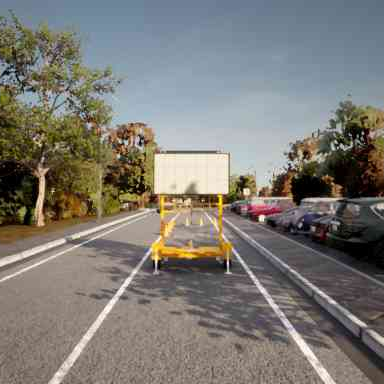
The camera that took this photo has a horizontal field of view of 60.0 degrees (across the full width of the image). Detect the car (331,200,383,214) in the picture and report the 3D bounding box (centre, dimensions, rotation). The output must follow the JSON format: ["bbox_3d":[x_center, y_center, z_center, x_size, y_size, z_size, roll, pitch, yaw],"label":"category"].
[{"bbox_3d":[20.014,1.823,40.536,5.366,1.575,1.946,0,-1,0],"label":"car"}]

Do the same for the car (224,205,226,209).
[{"bbox_3d":[7.132,1.874,43.551,5.008,1.535,2.097,0,-1,0],"label":"car"}]

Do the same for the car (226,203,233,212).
[{"bbox_3d":[7.087,1.541,38.006,5.566,2.045,2.435,0,-1,0],"label":"car"}]

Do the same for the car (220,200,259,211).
[{"bbox_3d":[6.950,1.981,49.091,5.366,1.575,1.946,0,-1,0],"label":"car"}]

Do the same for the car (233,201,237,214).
[{"bbox_3d":[7.139,1.786,35.226,4.792,1.488,2.163,0,-1,0],"label":"car"}]

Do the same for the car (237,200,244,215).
[{"bbox_3d":[7.107,1.761,32.451,4.674,1.452,2.002,0,-1,0],"label":"car"}]

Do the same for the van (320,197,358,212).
[{"bbox_3d":[20.327,1.696,46.199,4.442,1.987,1.878,0,-1,0],"label":"van"}]

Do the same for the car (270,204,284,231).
[{"bbox_3d":[7.082,1.583,18.571,4.674,1.452,2.002,0,-1,0],"label":"car"}]

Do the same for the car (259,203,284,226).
[{"bbox_3d":[7.054,1.608,21.348,4.792,1.488,2.163,0,-1,0],"label":"car"}]

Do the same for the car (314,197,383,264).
[{"bbox_3d":[7.092,1.200,10.262,5.566,2.045,2.435,0,0,0],"label":"car"}]

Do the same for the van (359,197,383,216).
[{"bbox_3d":[20.306,1.527,35.001,4.442,1.987,1.878,0,-1,0],"label":"van"}]

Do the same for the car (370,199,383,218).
[{"bbox_3d":[20.153,1.591,32.231,4.553,1.767,2.185,0,-1,0],"label":"car"}]

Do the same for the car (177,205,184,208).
[{"bbox_3d":[-3.147,3.628,89.803,2.128,1.511,4.902,0,-3,0],"label":"car"}]

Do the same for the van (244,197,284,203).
[{"bbox_3d":[7.216,1.460,29.678,4.442,1.987,1.878,0,-1,0],"label":"van"}]

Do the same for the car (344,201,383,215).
[{"bbox_3d":[20.188,1.789,37.769,4.892,1.521,2.231,0,-1,0],"label":"car"}]

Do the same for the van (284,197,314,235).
[{"bbox_3d":[6.957,1.281,15.798,4.442,1.987,1.878,0,-1,0],"label":"van"}]

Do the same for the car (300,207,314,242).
[{"bbox_3d":[7.098,1.501,13.013,4.792,1.488,2.163,0,0,0],"label":"car"}]

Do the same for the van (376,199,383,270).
[{"bbox_3d":[6.942,1.234,7.486,4.442,1.987,1.878,0,0,0],"label":"van"}]

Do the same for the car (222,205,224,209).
[{"bbox_3d":[7.136,1.926,46.322,4.892,1.521,2.231,0,-1,0],"label":"car"}]

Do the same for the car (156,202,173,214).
[{"bbox_3d":[-3.310,1.911,41.030,2.033,1.411,5.357,0,-1,0],"label":"car"}]

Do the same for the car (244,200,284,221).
[{"bbox_3d":[7.100,1.649,26.899,5.008,1.535,2.097,0,-1,0],"label":"car"}]

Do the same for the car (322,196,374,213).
[{"bbox_3d":[20.232,1.616,43.308,5.566,2.045,2.435,0,-1,0],"label":"car"}]

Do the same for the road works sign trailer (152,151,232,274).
[{"bbox_3d":[-0.017,0.492,10.607,2.380,3.560,2.880,0,0,-1],"label":"road works sign trailer"}]
